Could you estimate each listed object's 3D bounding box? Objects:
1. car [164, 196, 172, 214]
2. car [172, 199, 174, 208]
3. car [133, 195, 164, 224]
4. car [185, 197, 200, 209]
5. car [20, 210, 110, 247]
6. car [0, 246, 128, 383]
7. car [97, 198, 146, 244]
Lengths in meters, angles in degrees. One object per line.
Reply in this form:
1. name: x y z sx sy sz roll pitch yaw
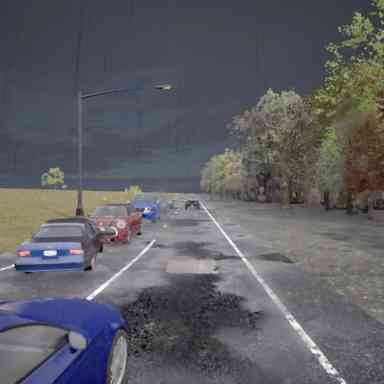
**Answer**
1. car: -3.605 1.351 35.273 2.097 1.767 4.553 0 0 0
2. car: -3.607 1.347 45.280 2.097 1.767 4.553 0 0 0
3. car: -3.612 1.223 25.268 2.150 2.045 5.566 0 0 -1
4. car: 0.045 1.500 44.308 1.837 1.490 4.892 0 0 0
5. car: -3.936 1.549 10.655 2.033 1.411 5.357 0 0 -10
6. car: -1.869 1.526 2.264 1.812 1.442 4.674 0 0 6
7. car: -3.680 1.353 15.611 2.097 1.767 4.553 0 0 1
